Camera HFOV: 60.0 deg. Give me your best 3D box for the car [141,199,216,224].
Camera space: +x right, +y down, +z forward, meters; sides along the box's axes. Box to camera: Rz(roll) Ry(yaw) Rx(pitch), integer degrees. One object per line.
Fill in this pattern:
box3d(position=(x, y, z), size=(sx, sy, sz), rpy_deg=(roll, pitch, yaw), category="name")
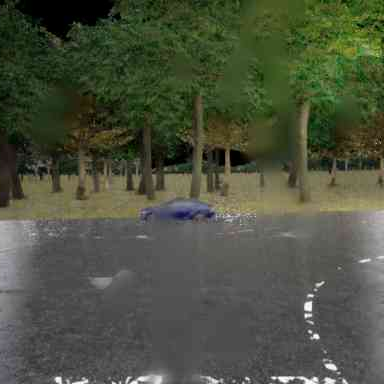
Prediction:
box3d(position=(-0.849, 1.165, 20.696), size=(4.674, 1.442, 1.812), rpy_deg=(-1, 3, -1), category="car")
